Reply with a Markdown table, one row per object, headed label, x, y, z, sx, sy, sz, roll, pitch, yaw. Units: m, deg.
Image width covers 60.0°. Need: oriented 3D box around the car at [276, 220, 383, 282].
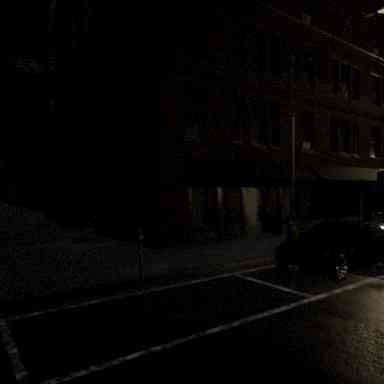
| label | x | y | z | sx | sy | sz | roll | pitch | yaw |
| --- | --- | --- | --- | --- | --- | --- | --- | --- | --- |
| car | 4.317 | 1.511 | 9.608 | 4.313 | 1.339 | 1.947 | 0 | 0 | -35 |
